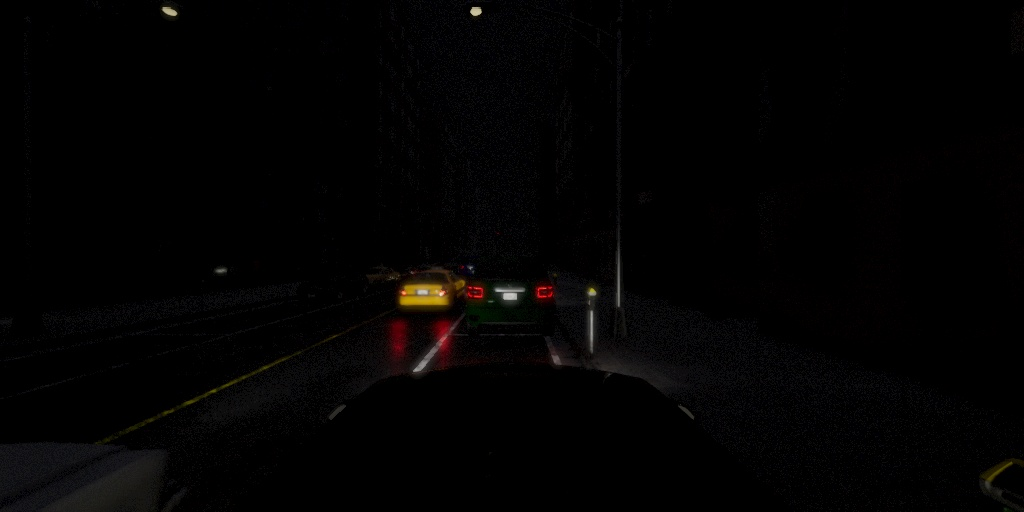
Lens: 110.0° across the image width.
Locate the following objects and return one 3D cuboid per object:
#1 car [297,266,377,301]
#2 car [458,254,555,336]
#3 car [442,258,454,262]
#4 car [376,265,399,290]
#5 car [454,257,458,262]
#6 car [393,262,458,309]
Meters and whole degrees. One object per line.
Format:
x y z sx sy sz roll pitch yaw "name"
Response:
-8.408 1.316 17.218 1.948 1.339 4.313 0 0 0 "car"
-0.039 0.978 10.530 2.150 2.045 5.566 0 0 0 "car"
-5.865 1.225 32.114 1.882 1.535 5.008 0 0 0 "car"
-8.408 1.275 22.461 1.751 1.417 4.829 0 0 0 "car"
-2.935 0.971 28.743 2.150 2.045 5.566 0 0 0 "car"
-3.020 1.209 14.764 1.801 1.575 5.366 0 0 0 "car"
